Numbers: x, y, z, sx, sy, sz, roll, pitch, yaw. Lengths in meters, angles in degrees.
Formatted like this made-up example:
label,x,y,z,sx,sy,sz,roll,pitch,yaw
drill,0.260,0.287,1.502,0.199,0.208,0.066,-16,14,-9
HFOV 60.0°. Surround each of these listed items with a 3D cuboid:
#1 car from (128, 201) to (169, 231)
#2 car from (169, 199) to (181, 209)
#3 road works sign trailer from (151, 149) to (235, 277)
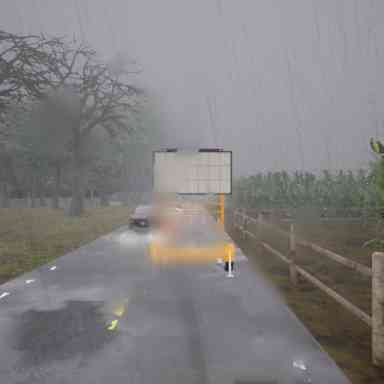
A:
label,x,y,z,sx,sy,sz,roll,pitch,yaw
car,-2.802,1.534,21.391,1.882,1.535,5.008,0,0,0
car,-2.635,1.748,50.243,2.128,1.511,4.902,0,0,0
road works sign trailer,0.023,0.478,10.272,2.380,3.560,2.880,0,0,0
